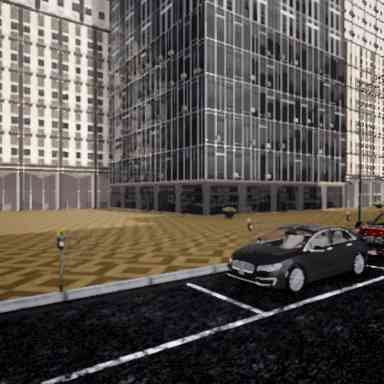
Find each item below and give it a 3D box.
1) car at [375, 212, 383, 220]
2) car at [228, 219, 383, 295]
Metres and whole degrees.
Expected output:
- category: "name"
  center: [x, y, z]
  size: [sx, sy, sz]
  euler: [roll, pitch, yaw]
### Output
- category: "car"
  center: [7.380, 1.403, 11.824]
  size: [4.097, 1.590, 1.967]
  euler: [0, 0, -35]
- category: "car"
  center: [2.876, 1.530, 8.611]
  size: [4.403, 1.369, 2.008]
  euler: [0, 0, -36]
